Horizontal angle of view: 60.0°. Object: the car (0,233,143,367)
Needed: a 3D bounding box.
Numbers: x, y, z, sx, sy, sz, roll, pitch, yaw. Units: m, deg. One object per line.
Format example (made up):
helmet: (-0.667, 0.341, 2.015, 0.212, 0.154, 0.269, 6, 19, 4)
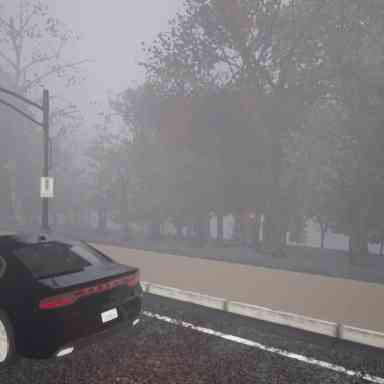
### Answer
car: (-3.076, 1.476, 5.871, 5.008, 1.535, 1.882, 0, 0, 37)
